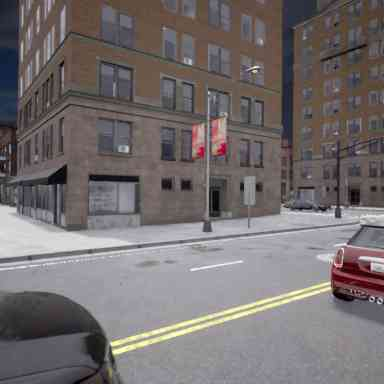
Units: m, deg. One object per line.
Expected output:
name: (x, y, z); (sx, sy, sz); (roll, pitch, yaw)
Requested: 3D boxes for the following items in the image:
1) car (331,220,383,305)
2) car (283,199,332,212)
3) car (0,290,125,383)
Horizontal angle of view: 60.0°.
car: (5.017, 1.355, 7.105); (4.553, 1.767, 2.097); (0, 0, -36)
car: (12.897, 1.470, 37.465); (2.033, 1.411, 5.357); (1, 0, -36)
car: (-2.978, 1.221, 1.309); (5.566, 2.045, 2.150); (0, 0, -36)
